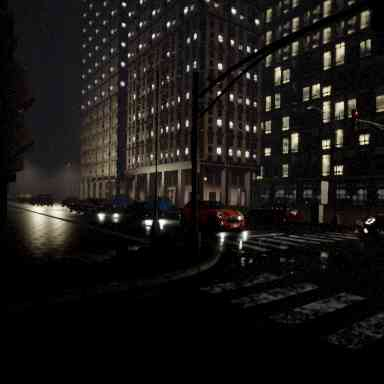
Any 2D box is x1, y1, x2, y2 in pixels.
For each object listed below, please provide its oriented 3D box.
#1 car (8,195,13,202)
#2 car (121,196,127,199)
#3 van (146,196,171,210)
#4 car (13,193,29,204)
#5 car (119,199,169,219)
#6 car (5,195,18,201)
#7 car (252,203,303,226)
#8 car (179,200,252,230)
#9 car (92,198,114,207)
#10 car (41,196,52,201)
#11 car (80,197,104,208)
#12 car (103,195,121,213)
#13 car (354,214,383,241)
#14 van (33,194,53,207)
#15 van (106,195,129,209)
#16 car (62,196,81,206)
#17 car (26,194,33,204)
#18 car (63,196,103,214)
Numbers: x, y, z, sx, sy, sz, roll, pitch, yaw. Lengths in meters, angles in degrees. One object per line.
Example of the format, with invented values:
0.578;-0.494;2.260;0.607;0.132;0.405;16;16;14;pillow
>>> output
-37.028;1.397;69.766;1.947;1.339;4.313;1;-1;-35;car
-7.292;1.584;42.389;2.008;1.369;4.403;1;-1;-35;car
-4.017;1.382;37.787;1.690;1.788;3.998;1;-1;-35;van
-30.479;1.155;60.560;2.192;1.841;5.009;1;-1;-35;car
-4.060;1.502;27.845;1.994;1.385;4.181;1;-1;-35;car
-40.299;1.378;74.370;2.008;1.369;4.403;1;-1;-35;car
5.798;1.505;23.973;1.967;1.590;4.097;1;-1;-35;car
1.144;1.303;20.531;2.097;1.767;4.553;1;-1;-35;car
-13.837;1.587;51.598;1.947;1.339;4.313;1;-1;-35;car
-36.743;1.571;83.827;1.802;1.307;4.206;1;-1;-35;car
-14.450;1.497;47.904;1.812;1.442;4.674;1;-1;-35;car
-9.926;1.402;36.113;1.882;1.535;5.008;1;-1;-36;car
10.319;1.363;15.905;4.553;1.767;2.097;0;-1;12;car
-20.663;1.197;46.746;1.690;1.788;3.998;1;-1;-35;van
-10.561;1.368;46.996;1.690;1.788;3.998;1;-1;-35;van
-20.468;1.465;56.288;1.837;1.490;4.892;1;-1;-35;car
-23.939;1.432;51.348;1.802;1.307;4.206;1;-1;-35;car
-10.850;1.427;32.932;2.008;1.369;4.403;1;-1;-35;car
